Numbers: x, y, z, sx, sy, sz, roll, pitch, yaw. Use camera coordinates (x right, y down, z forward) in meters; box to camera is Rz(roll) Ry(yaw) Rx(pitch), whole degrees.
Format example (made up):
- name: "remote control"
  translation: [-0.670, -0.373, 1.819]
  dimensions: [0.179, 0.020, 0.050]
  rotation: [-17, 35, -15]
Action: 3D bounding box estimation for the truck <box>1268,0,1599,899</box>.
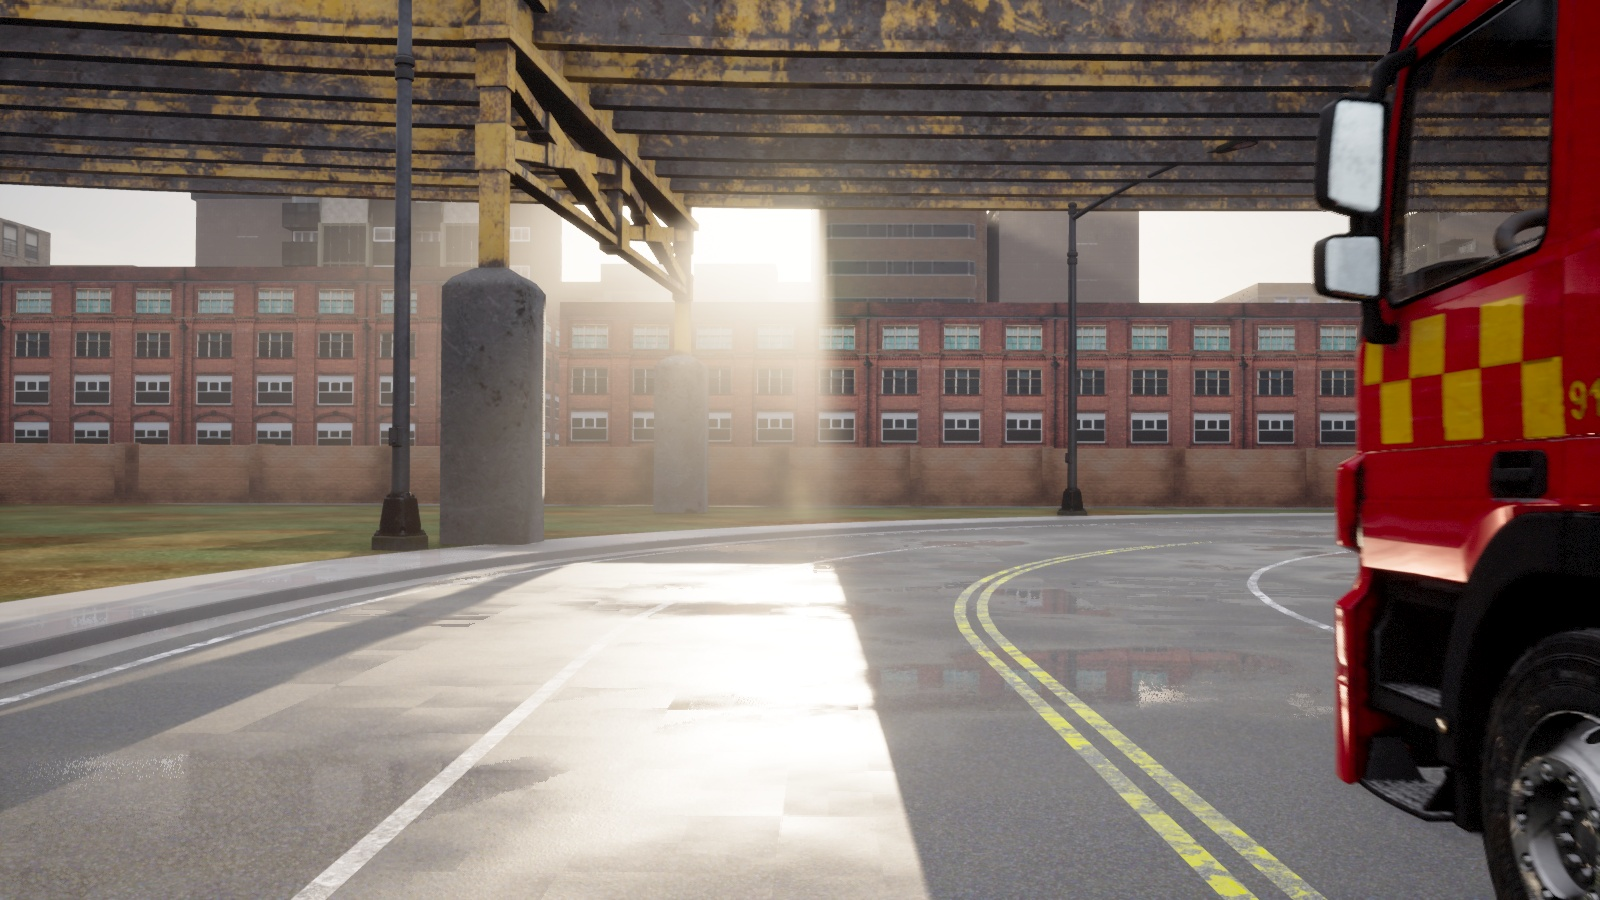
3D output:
- name: "truck"
  translation: [3.493, -0.344, 1.184]
  dimensions: [2.891, 3.827, 8.468]
  rotation: [0, -1, 0]
